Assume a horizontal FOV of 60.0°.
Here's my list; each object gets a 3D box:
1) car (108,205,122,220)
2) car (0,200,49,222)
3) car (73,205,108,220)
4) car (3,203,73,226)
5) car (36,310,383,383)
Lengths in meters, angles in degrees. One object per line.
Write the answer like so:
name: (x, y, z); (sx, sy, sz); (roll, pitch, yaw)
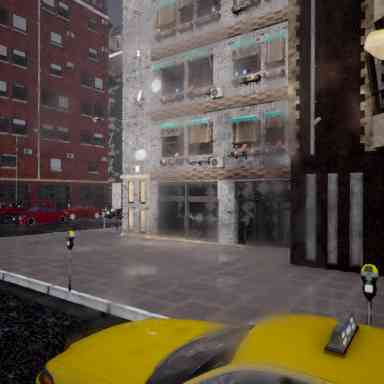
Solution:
car: (-6.407, 1.682, 33.972); (2.150, 2.045, 5.566); (0, -1, 35)
car: (-14.111, 1.591, 27.628); (2.192, 1.841, 5.009); (-1, -2, 35)
car: (-10.813, 1.923, 32.266); (1.887, 1.381, 4.507); (-1, -2, 35)
car: (-11.964, 1.851, 26.152); (1.994, 1.385, 4.181); (0, -1, 35)
car: (0.771, 1.525, 2.326); (4.829, 1.417, 1.752); (0, 0, 36)
